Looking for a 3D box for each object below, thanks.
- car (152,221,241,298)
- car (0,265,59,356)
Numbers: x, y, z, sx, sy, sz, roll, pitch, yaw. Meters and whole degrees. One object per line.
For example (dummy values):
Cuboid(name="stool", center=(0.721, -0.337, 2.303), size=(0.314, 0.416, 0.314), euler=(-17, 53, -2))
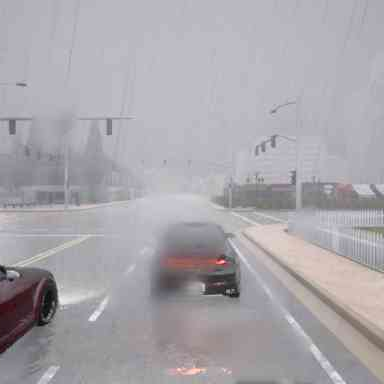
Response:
Cuboid(name="car", center=(0.083, 1.505, 8.519), size=(1.837, 1.490, 4.892), euler=(0, 0, 0))
Cuboid(name="car", center=(-3.413, 1.564, 4.383), size=(1.994, 1.385, 4.181), euler=(0, 0, 0))
